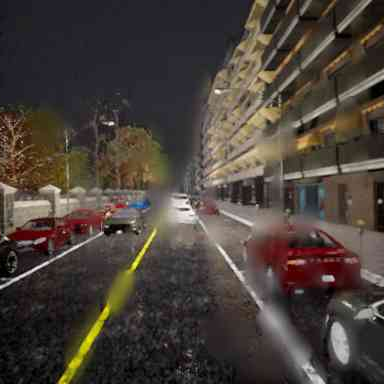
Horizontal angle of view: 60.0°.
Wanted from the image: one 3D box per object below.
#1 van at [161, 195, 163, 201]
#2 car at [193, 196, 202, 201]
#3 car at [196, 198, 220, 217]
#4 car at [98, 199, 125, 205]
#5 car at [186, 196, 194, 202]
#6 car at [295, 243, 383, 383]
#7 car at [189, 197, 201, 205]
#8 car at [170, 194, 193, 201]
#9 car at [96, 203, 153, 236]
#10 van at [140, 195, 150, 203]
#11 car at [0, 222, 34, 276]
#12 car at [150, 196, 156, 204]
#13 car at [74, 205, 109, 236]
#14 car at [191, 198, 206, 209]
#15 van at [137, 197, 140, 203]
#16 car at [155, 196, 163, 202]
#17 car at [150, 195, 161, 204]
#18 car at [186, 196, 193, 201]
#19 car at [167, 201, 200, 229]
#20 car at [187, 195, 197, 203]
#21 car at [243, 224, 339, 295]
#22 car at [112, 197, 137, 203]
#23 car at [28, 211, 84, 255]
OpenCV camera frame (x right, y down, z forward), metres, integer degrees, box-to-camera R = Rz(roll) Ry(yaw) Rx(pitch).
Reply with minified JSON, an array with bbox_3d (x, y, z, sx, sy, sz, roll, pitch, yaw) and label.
[{"bbox_3d":[-8.796,1.647,81.279,1.690,1.788,3.998,-1,0,-2],"label":"van"},{"bbox_3d":[1.131,1.448,42.229,1.967,1.590,4.097,-1,0,-2],"label":"car"},{"bbox_3d":[1.578,1.563,30.976,1.802,1.307,4.206,-1,0,-2],"label":"car"},{"bbox_3d":[-6.574,1.598,25.019,1.967,1.590,4.097,-1,0,-2],"label":"car"},{"bbox_3d":[-0.427,1.642,81.780,1.752,1.417,4.829,-1,0,-2],"label":"car"},{"bbox_3d":[2.688,1.490,2.849,2.008,1.369,4.403,-1,0,-2],"label":"car"},{"bbox_3d":[0.468,1.615,59.107,1.947,1.339,4.313,-1,0,-2],"label":"car"},{"bbox_3d":[-1.376,1.285,39.347,2.150,2.045,5.566,-1,0,-2],"label":"car"},{"bbox_3d":[-3.730,1.634,19.358,2.033,1.411,5.357,-1,0,-2],"label":"car"},{"bbox_3d":[-7.465,1.552,47.524,1.690,1.788,3.998,-1,0,-2],"label":"van"},{"bbox_3d":[-5.905,1.700,8.145,1.947,1.339,4.313,-1,0,-2],"label":"car"},{"bbox_3d":[-7.904,1.805,58.776,1.947,1.339,4.313,-1,0,-2],"label":"car"},{"bbox_3d":[-6.350,1.691,19.395,1.887,1.381,4.507,-1,0,-2],"label":"car"},{"bbox_3d":[0.912,1.603,47.855,1.802,1.307,4.206,-1,0,-2],"label":"car"},{"bbox_3d":[-7.020,1.526,36.272,1.690,1.788,3.998,-1,0,-2],"label":"van"},{"bbox_3d":[-9.235,1.889,92.531,1.887,1.381,4.507,-1,0,-2],"label":"car"},{"bbox_3d":[-8.353,1.585,70.028,2.192,1.841,5.009,-1,0,-2],"label":"car"},{"bbox_3d":[-0.641,1.717,87.236,1.802,1.307,4.206,-1,0,-2],"label":"car"},{"bbox_3d":[-0.669,1.545,21.798,1.812,1.442,4.674,-1,0,-2],"label":"car"},{"bbox_3d":[0.021,1.520,70.358,1.967,1.590,4.097,-1,0,-2],"label":"car"},{"bbox_3d":[2.467,1.489,8.475,1.887,1.381,4.507,-1,0,-2],"label":"car"},{"bbox_3d":[-6.800,1.486,30.646,2.192,1.841,5.009,-1,0,-2],"label":"car"},{"bbox_3d":[-6.127,1.721,13.771,1.802,1.307,4.206,-1,0,-2],"label":"car"}]
